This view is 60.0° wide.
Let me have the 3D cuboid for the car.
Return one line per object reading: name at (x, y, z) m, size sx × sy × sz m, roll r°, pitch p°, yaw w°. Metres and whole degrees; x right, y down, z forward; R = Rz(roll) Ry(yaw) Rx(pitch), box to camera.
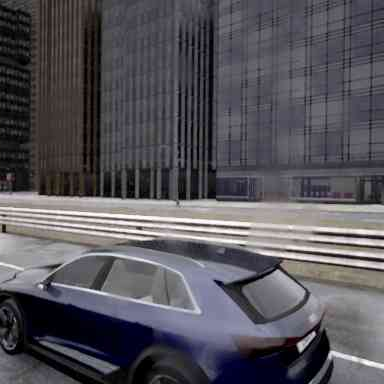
car at (-0.753, 1.429, 4.439) m, size 4.856 × 1.649 × 2.033 m, roll 0°, pitch 0°, yaw 36°
